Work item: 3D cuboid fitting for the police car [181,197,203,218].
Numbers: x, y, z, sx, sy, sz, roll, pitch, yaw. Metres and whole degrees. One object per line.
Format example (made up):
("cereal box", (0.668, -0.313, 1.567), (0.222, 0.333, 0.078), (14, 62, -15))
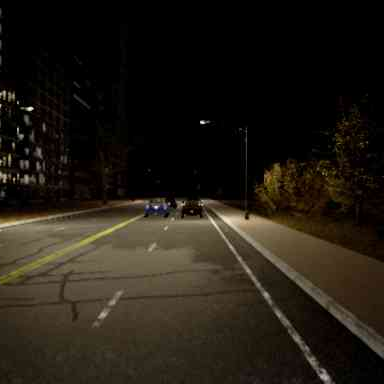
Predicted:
("police car", (0.021, 1.493, 31.059), (1.930, 1.638, 5.238), (0, 0, 1))

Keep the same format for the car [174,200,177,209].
("car", (-3.174, 1.659, 47.779), (1.994, 1.385, 4.181), (0, 0, 0))

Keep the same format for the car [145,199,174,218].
("car", (-3.167, 1.414, 31.521), (2.097, 1.767, 4.553), (0, 0, 0))

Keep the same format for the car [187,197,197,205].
("car", (-0.028, 1.654, 60.536), (1.812, 1.442, 4.674), (0, 0, 0))
